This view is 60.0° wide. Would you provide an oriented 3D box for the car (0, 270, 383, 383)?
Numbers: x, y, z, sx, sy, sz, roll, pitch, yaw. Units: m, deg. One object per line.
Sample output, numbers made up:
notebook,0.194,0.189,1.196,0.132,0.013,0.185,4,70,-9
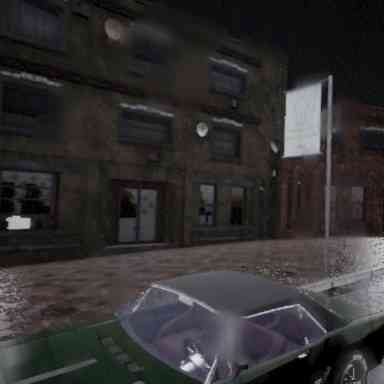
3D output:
car,0.046,1.636,3.395,4.718,1.301,1.895,0,-1,-35
